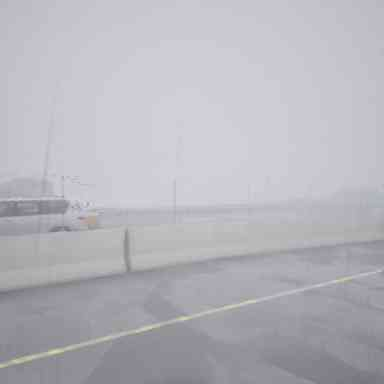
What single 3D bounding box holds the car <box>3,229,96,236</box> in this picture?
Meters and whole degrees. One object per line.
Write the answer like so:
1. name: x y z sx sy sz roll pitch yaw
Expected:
1. car: -6.662 1.191 12.054 5.566 2.045 2.150 0 0 -35
